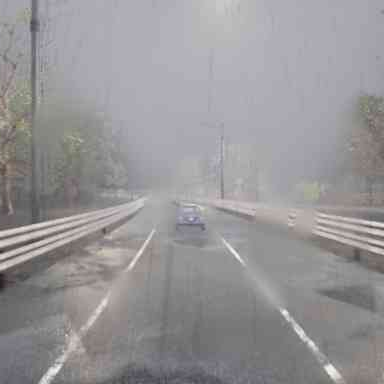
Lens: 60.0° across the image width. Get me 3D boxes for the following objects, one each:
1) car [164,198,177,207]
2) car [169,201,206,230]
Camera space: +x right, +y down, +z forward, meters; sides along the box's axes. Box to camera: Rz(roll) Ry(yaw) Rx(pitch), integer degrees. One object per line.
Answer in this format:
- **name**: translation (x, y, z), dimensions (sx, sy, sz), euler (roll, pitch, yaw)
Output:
- **car**: translation (-3.111, 1.607, 49.871), dimensions (1.895, 1.301, 4.718), euler (0, 0, -8)
- **car**: translation (-0.249, 1.558, 21.140), dimensions (2.033, 1.411, 5.357), euler (0, 0, -5)
